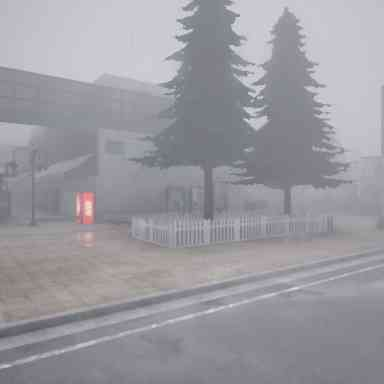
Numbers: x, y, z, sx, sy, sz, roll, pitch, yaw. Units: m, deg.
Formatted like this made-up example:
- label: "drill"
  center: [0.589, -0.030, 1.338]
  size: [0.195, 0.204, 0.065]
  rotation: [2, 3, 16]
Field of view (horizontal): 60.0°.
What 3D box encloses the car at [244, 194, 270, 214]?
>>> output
- label: "car"
  center: [5.884, 1.195, 36.072]
  size: [2.150, 2.045, 5.566]
  rotation: [0, 0, -34]
